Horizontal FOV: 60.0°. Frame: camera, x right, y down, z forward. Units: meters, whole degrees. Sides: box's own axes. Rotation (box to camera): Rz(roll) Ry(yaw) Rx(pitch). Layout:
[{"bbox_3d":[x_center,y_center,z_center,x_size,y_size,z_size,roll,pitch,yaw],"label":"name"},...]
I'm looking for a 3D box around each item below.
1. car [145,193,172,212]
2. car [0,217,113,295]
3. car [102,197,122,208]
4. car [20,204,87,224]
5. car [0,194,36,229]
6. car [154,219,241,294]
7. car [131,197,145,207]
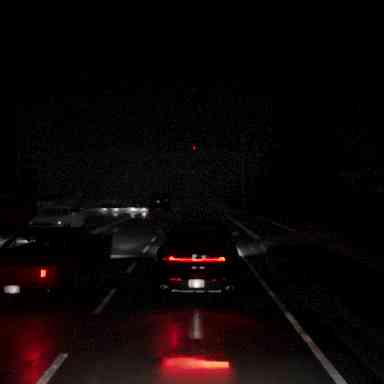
[{"bbox_3d":[-3.456,1.070,36.586,2.150,2.045,5.566,0,0,0],"label":"car"},{"bbox_3d":[-3.426,1.565,8.578,1.895,1.301,4.718,0,0,0],"label":"car"},{"bbox_3d":[-10.626,1.341,44.515,1.812,1.442,4.674,0,0,0],"label":"car"},{"bbox_3d":[-7.129,1.450,18.111,1.812,1.442,4.674,0,0,0],"label":"car"},{"bbox_3d":[-10.630,1.145,18.510,2.150,2.045,5.566,0,0,0],"label":"car"},{"bbox_3d":[0.182,1.468,8.694,1.837,1.490,4.892,0,0,2],"label":"car"},{"bbox_3d":[-7.118,1.411,45.903,1.895,1.301,4.718,0,0,0],"label":"car"}]
